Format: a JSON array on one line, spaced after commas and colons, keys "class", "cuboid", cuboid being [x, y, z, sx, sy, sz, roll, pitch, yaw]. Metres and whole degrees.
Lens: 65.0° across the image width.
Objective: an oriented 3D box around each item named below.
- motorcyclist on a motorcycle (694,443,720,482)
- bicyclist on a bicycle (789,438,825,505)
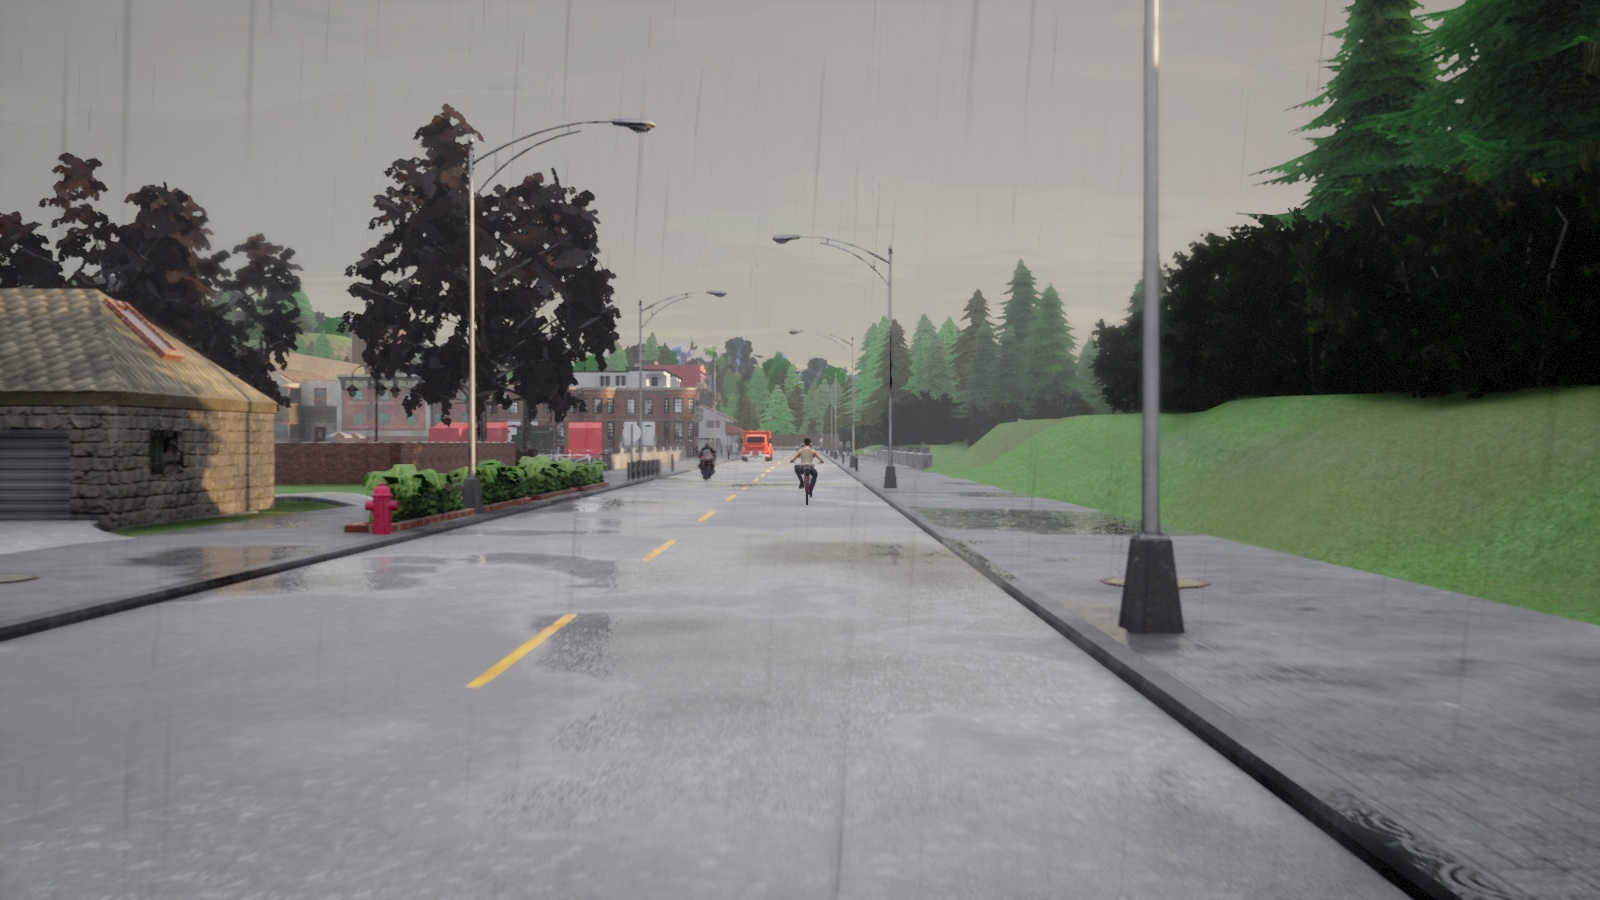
[{"class": "motorcyclist on a motorcycle", "cuboid": [-3.738, 0.495, 50.389, 0.866, 1.530, 2.191, 0, 0, 0]}, {"class": "bicyclist on a bicycle", "cuboid": [0.168, 0.510, 30.659, 0.866, 1.612, 1.509, 0, 0, 0]}]
